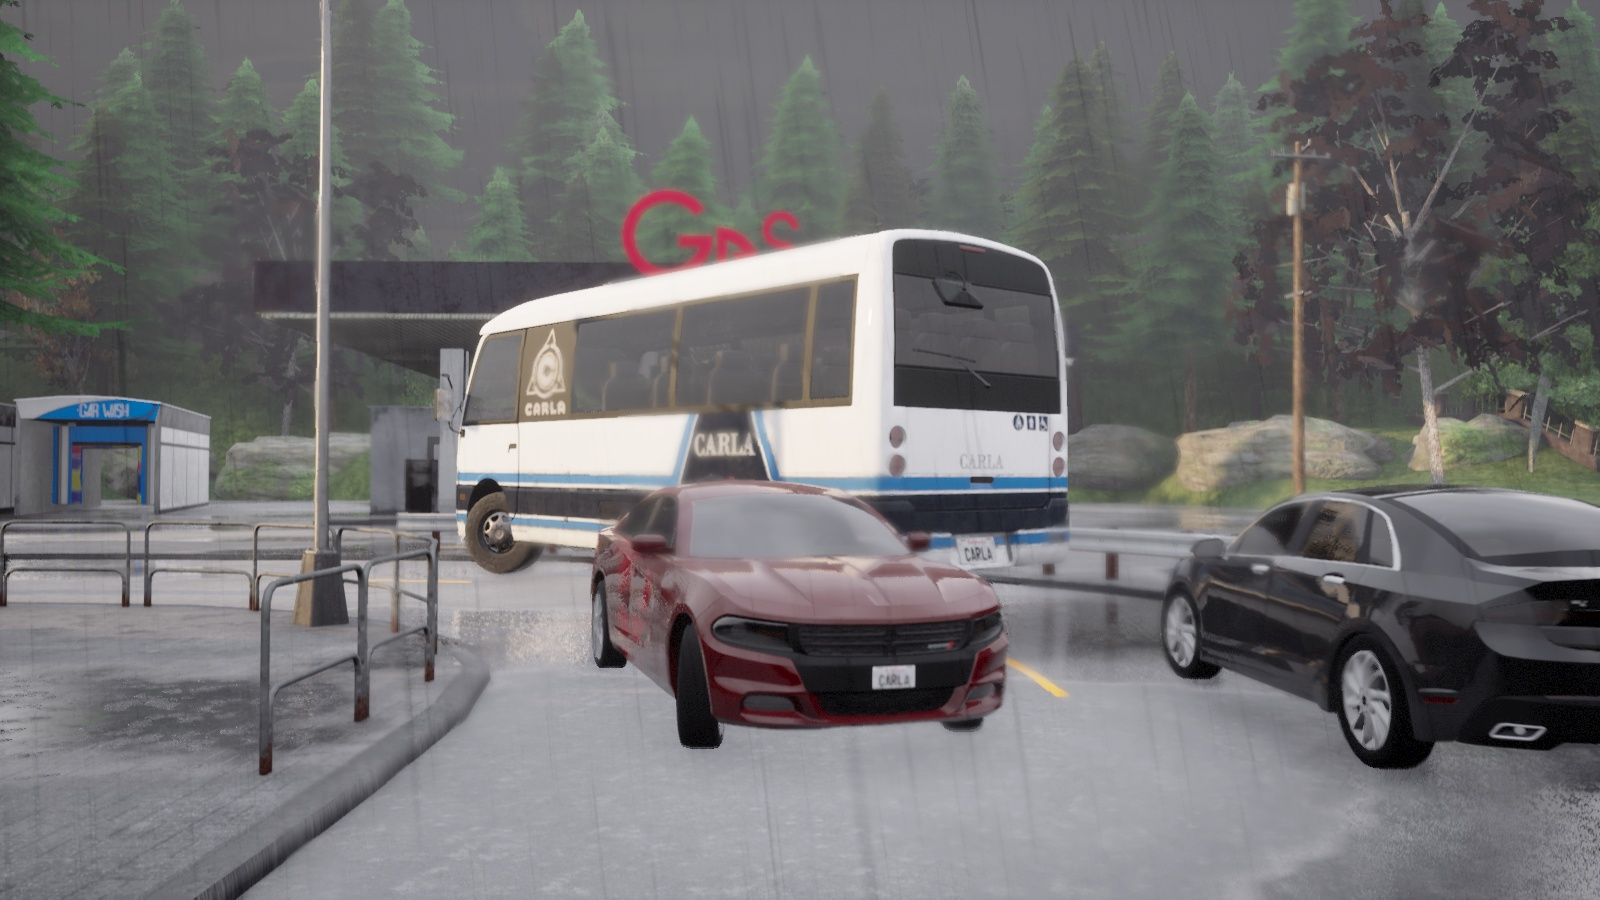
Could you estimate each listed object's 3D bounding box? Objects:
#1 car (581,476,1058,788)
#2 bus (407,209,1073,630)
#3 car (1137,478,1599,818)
[{"bbox_3d":[-0.259,0.956,8.891,1.882,1.535,5.008,0,-1,-18],"label":"car"},{"bbox_3d":[-1.545,-0.235,17.865,3.944,4.253,10.273,0,-1,-41],"label":"bus"},{"bbox_3d":[3.873,0.955,8.192,1.837,1.490,4.892,0,-1,-3],"label":"car"}]
